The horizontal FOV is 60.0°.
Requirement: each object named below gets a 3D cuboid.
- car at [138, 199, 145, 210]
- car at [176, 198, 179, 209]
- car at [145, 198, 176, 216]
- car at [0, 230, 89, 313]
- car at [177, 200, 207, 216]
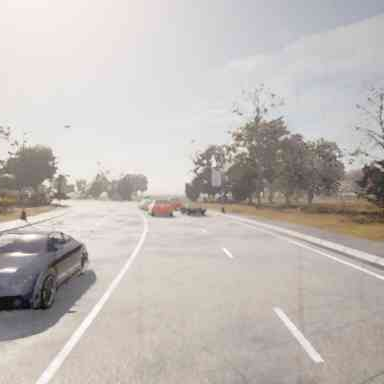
[{"bbox_3d":[-6.311,1.736,46.080,1.812,1.442,4.674,0,0,-17],"label":"car"},{"bbox_3d":[-2.870,1.566,46.798,2.097,1.767,4.553,0,0,-17],"label":"car"},{"bbox_3d":[-3.296,1.507,34.167,2.097,1.767,4.553,0,0,-13],"label":"car"},{"bbox_3d":[-3.818,1.604,7.692,1.994,1.385,4.181,0,0,-2],"label":"car"},{"bbox_3d":[0.045,1.760,35.294,1.895,1.301,4.718,0,0,-13],"label":"car"}]
